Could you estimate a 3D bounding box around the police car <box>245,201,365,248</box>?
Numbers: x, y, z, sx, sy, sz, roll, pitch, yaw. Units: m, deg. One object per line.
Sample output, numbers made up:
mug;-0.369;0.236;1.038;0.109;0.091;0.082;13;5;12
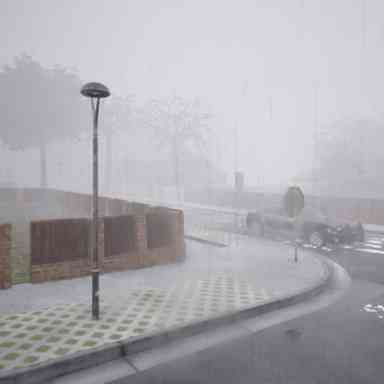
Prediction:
police car;4.543;1.219;14.145;1.930;1.638;5.238;0;2;-35
